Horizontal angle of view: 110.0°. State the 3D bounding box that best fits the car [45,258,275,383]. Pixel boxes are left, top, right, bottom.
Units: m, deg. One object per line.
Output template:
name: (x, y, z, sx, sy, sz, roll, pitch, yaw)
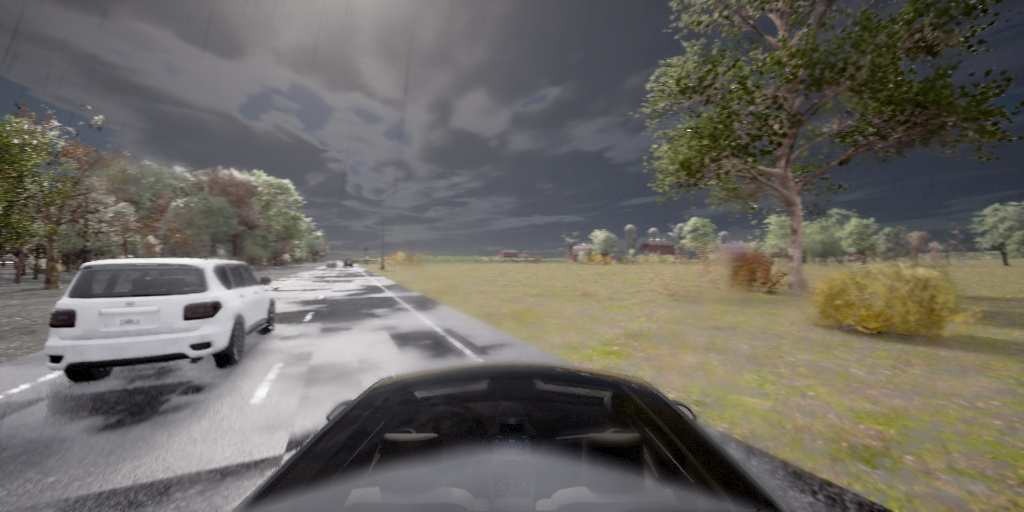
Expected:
car: (-6.766, 1.074, 7.718, 2.150, 2.045, 5.566, 0, -1, -25)
